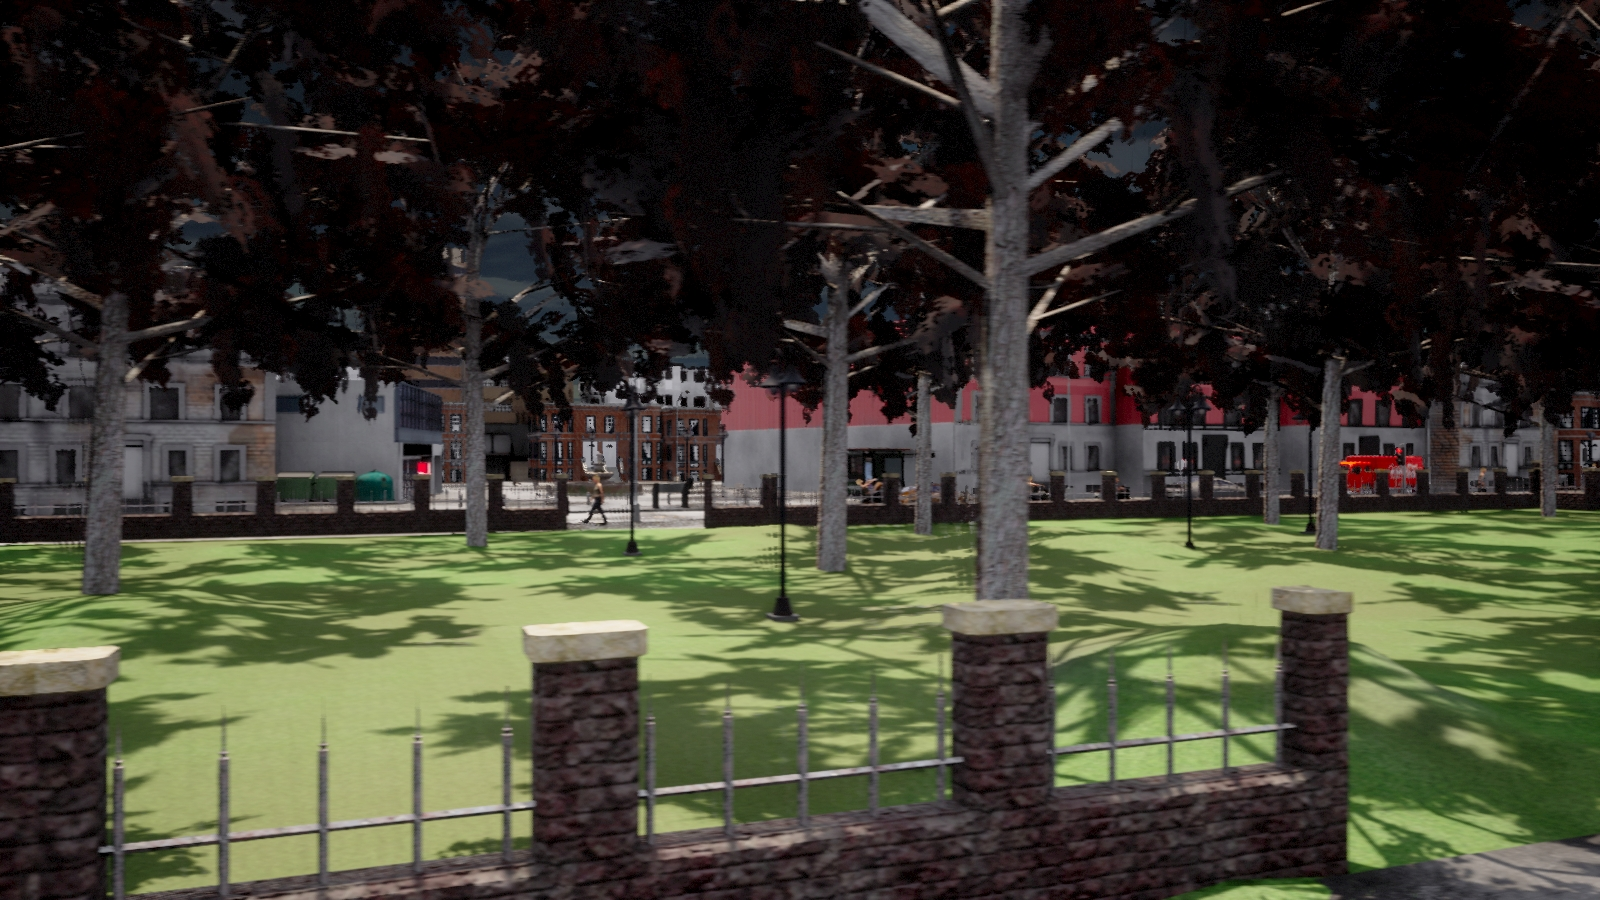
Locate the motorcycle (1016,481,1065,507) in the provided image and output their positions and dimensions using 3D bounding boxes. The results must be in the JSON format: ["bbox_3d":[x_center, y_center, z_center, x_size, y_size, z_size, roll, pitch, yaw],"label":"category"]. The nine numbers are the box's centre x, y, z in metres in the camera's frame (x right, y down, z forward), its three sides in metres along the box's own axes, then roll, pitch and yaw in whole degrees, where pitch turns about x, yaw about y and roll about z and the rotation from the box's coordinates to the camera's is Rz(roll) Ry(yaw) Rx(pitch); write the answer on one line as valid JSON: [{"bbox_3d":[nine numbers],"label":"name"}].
[{"bbox_3d":[10.904,1.996,51.764,2.033,1.145,0.803,0,0,-20],"label":"motorcycle"}]

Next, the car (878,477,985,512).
[{"bbox_3d":[5.746,1.913,49.874,4.181,1.385,1.994,-1,0,-20],"label":"car"}]

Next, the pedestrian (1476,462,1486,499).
[{"bbox_3d":[34.080,1.532,57.178,0.375,1.860,0.375,0,0,21],"label":"pedestrian"}]

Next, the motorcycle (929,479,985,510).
[{"bbox_3d":[6.900,1.952,50.297,2.356,1.277,0.764,0,0,-20],"label":"motorcycle"}]

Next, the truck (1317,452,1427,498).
[{"bbox_3d":[31.842,1.353,63.620,5.204,2.467,2.627,0,0,-20],"label":"truck"}]

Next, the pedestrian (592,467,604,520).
[{"bbox_3d":[-7.118,1.524,40.334,0.375,1.860,0.375,0,0,-17],"label":"pedestrian"}]
